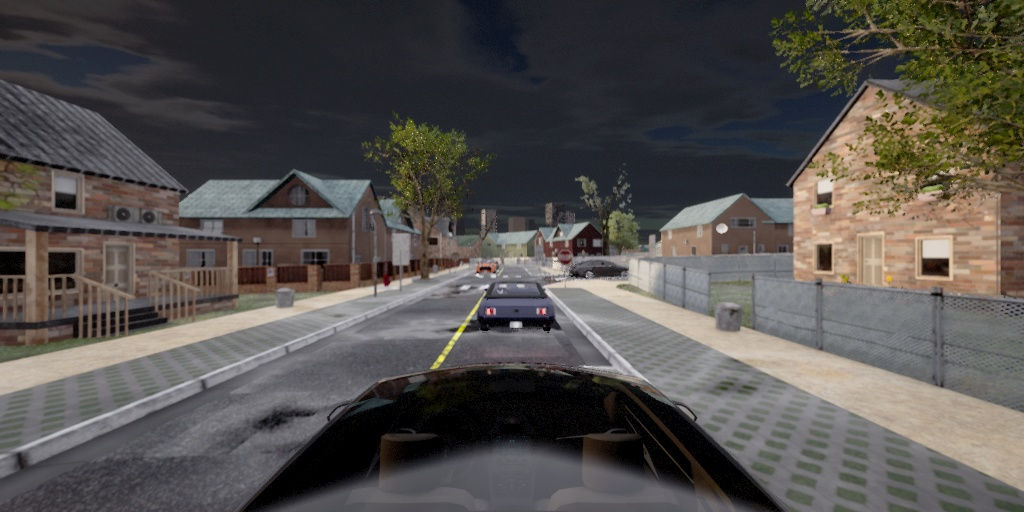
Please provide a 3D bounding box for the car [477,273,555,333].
[{"bbox_3d":[0.096,1.349,10.754,1.895,1.301,4.718,0,0,0],"label":"car"}]

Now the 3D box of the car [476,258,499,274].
[{"bbox_3d":[-2.865,1.072,40.896,2.097,1.767,4.553,0,0,0],"label":"car"}]

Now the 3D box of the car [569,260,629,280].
[{"bbox_3d":[6.800,1.045,27.162,4.892,1.490,1.837,-1,-3,-11],"label":"car"}]
